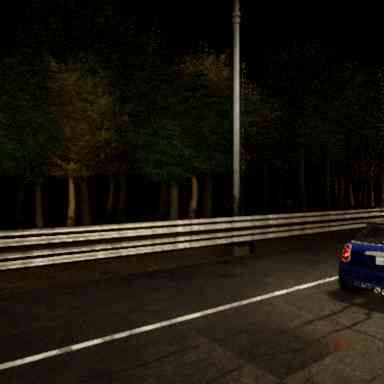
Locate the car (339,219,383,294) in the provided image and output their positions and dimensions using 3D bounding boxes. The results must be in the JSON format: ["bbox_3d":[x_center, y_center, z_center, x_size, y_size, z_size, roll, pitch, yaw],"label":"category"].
[{"bbox_3d":[5.409,1.350,7.604,4.553,1.767,2.097,0,0,-35],"label":"car"}]
